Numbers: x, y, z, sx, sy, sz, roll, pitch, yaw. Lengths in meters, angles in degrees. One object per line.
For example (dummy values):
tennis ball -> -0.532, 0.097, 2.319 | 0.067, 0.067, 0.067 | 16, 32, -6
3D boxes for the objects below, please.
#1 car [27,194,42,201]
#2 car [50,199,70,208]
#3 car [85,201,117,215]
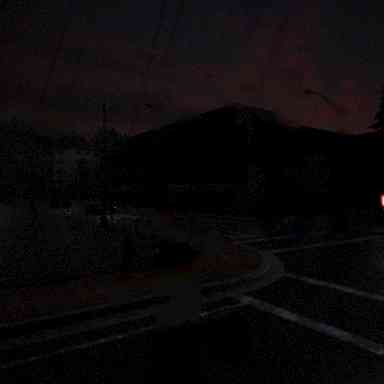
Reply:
car -> -39.425, 1.443, 83.864 | 2.097, 1.767, 4.553 | 0, 0, -35
car -> -19.429, 1.717, 49.105 | 1.895, 1.301, 4.718 | 0, 0, -35
car -> -9.511, 1.664, 34.730 | 1.895, 1.301, 4.718 | 0, 0, -35
